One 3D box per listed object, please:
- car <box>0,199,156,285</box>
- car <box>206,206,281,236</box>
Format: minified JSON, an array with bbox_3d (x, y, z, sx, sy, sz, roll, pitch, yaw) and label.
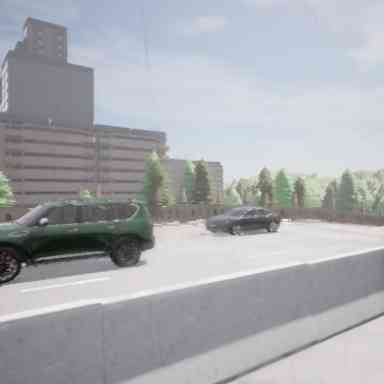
[{"bbox_3d":[-3.764,1.239,9.904,5.566,2.045,2.150,0,0,-35],"label":"car"},{"bbox_3d":[3.021,1.603,19.039,4.892,1.490,1.837,1,-1,-35],"label":"car"}]
